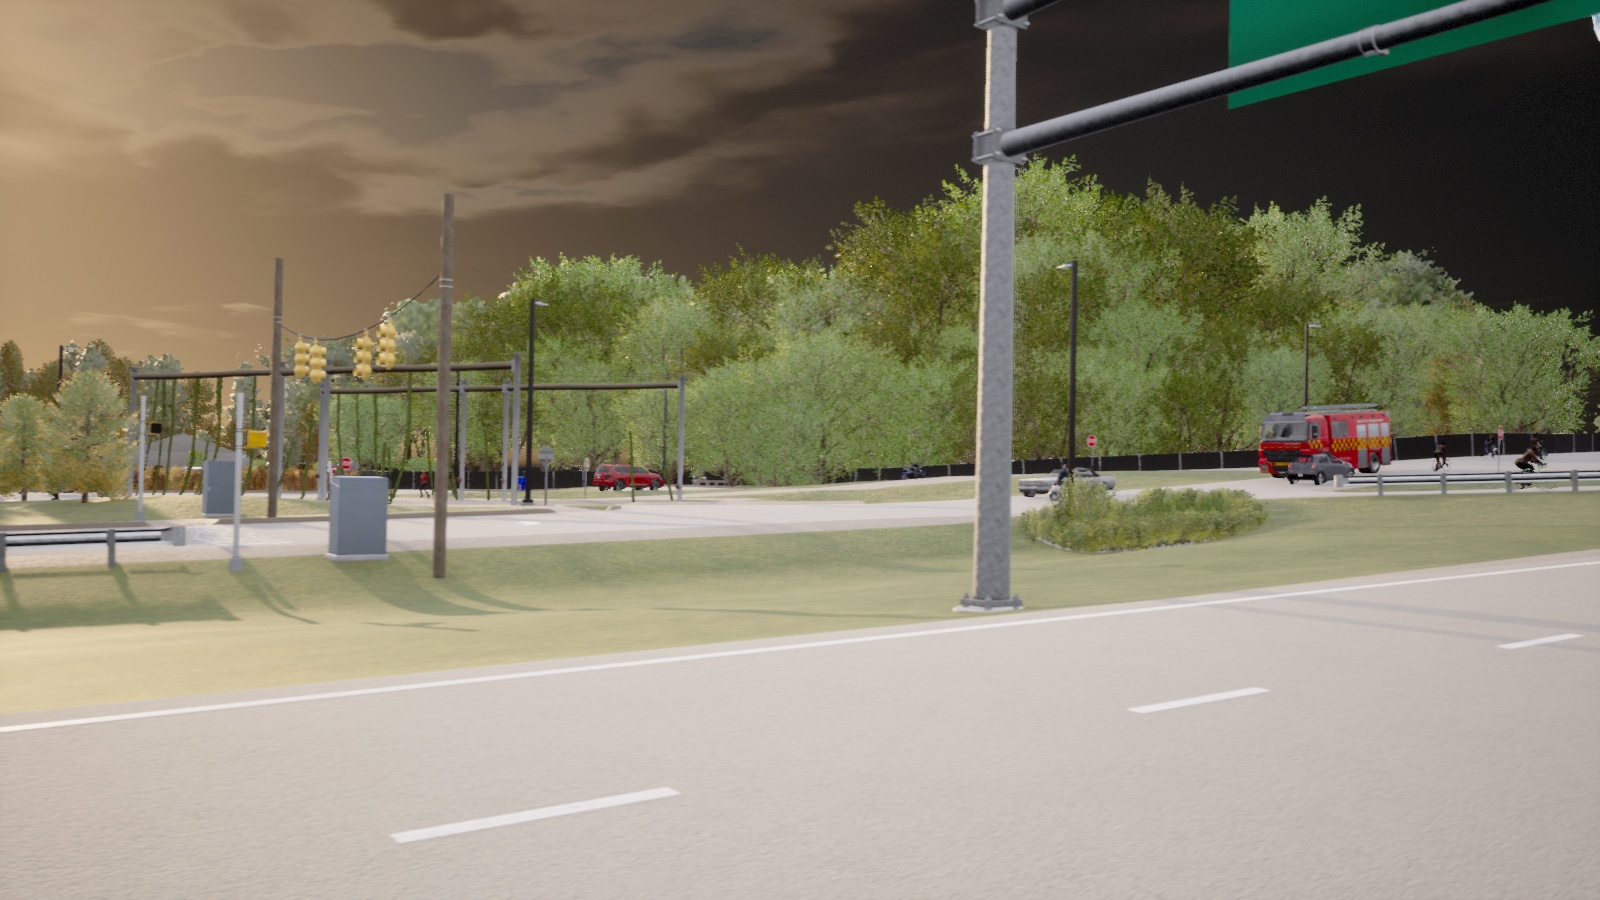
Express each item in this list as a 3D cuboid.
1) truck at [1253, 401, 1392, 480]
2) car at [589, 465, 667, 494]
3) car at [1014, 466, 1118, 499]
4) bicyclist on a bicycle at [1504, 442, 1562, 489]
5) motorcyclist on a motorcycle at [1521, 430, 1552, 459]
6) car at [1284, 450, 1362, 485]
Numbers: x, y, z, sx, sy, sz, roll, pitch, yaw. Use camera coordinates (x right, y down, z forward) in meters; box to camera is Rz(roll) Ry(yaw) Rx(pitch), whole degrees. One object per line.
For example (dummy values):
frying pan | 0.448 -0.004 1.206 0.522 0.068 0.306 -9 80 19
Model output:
truck | 28.375 -0.592 67.993 8.468 3.827 2.891 -4 2 -36
car | -12.771 2.155 93.620 5.566 2.045 2.150 0 0 -44
car | 12.033 1.437 56.737 4.718 1.301 1.895 -2 1 -36
bicyclist on a bicycle | 26.322 0.566 45.106 1.656 1.620 0.582 -2 -2 14
motorcyclist on a motorcycle | 44.532 -0.336 75.917 2.350 1.649 0.766 -3 2 -38
car | 25.907 0.833 62.223 3.633 1.501 1.845 -3 2 -34
